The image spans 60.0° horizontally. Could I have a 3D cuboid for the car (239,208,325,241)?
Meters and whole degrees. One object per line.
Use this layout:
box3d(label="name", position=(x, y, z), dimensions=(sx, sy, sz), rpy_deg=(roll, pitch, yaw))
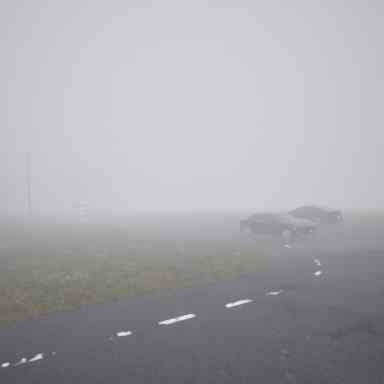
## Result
box3d(label="car", position=(4.951, 1.912, 19.860), dimensions=(1.882, 1.535, 5.008), rpy_deg=(-2, -1, -35))

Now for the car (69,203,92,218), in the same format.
box3d(label="car", position=(-16.999, 2.743, 50.604), dimensions=(2.150, 2.045, 5.566), rpy_deg=(-3, 0, -35))

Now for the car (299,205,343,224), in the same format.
box3d(label="car", position=(9.150, 1.761, 26.034), dimensions=(1.882, 1.535, 5.008), rpy_deg=(-2, 0, -35))
